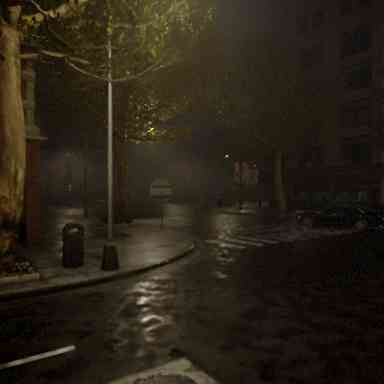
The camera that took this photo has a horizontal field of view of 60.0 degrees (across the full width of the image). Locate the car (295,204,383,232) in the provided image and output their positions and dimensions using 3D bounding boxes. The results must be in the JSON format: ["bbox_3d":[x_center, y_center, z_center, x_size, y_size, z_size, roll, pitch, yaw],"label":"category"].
[{"bbox_3d":[8.741,1.469,19.952,4.892,1.490,1.837,0,2,31],"label":"car"}]

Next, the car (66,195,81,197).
[{"bbox_3d":[-25.800,1.371,74.244,4.786,1.482,2.161,0,0,-35],"label":"car"}]
